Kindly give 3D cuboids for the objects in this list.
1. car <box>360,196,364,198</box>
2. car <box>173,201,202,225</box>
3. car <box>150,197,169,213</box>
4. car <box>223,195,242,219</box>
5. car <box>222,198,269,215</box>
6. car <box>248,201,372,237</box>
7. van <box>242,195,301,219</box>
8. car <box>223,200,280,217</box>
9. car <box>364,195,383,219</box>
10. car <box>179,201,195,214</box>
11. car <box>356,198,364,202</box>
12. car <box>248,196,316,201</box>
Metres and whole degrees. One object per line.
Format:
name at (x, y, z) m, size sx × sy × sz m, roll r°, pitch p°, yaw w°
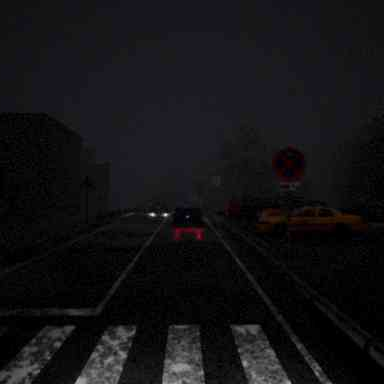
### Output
car at (17.841, 1.353, 33.175) m, size 5.566 × 2.045 × 2.435 m, roll 0°, pitch -1°, yaw -2°
car at (-0.320, 1.441, 23.441) m, size 1.882 × 1.535 × 5.008 m, roll 0°, pitch -1°, yaw -1°
car at (-4.118, 1.632, 42.754) m, size 2.150 × 2.045 × 5.566 m, roll 0°, pitch -2°, yaw -1°
car at (5.743, 1.259, 29.044) m, size 5.566 × 2.045 × 2.435 m, roll 0°, pitch -1°, yaw -1°
car at (5.575, 1.487, 34.992) m, size 4.553 × 1.767 × 2.185 m, roll 0°, pitch -1°, yaw -2°
car at (5.828, 1.399, 16.893) m, size 5.366 × 1.575 × 1.946 m, roll 0°, pitch 0°, yaw -1°
van at (5.986, 1.214, 22.855) m, size 4.442 × 1.987 × 1.878 m, roll 0°, pitch -1°, yaw -1°
car at (5.635, 1.560, 31.955) m, size 5.008 × 1.535 × 2.097 m, roll 0°, pitch -1°, yaw -2°
car at (17.997, 1.264, 27.715) m, size 5.566 × 2.045 × 2.435 m, roll 0°, pitch -1°, yaw -2°
car at (-0.671, 1.873, 41.402) m, size 1.837 × 1.490 × 4.892 m, roll 0°, pitch -2°, yaw -1°
car at (17.939, 1.560, 30.503) m, size 4.892 × 1.521 × 2.231 m, roll 0°, pitch -1°, yaw -2°
car at (5.974, 1.289, 19.816) m, size 4.553 × 1.767 × 2.185 m, roll 0°, pitch 0°, yaw -1°
